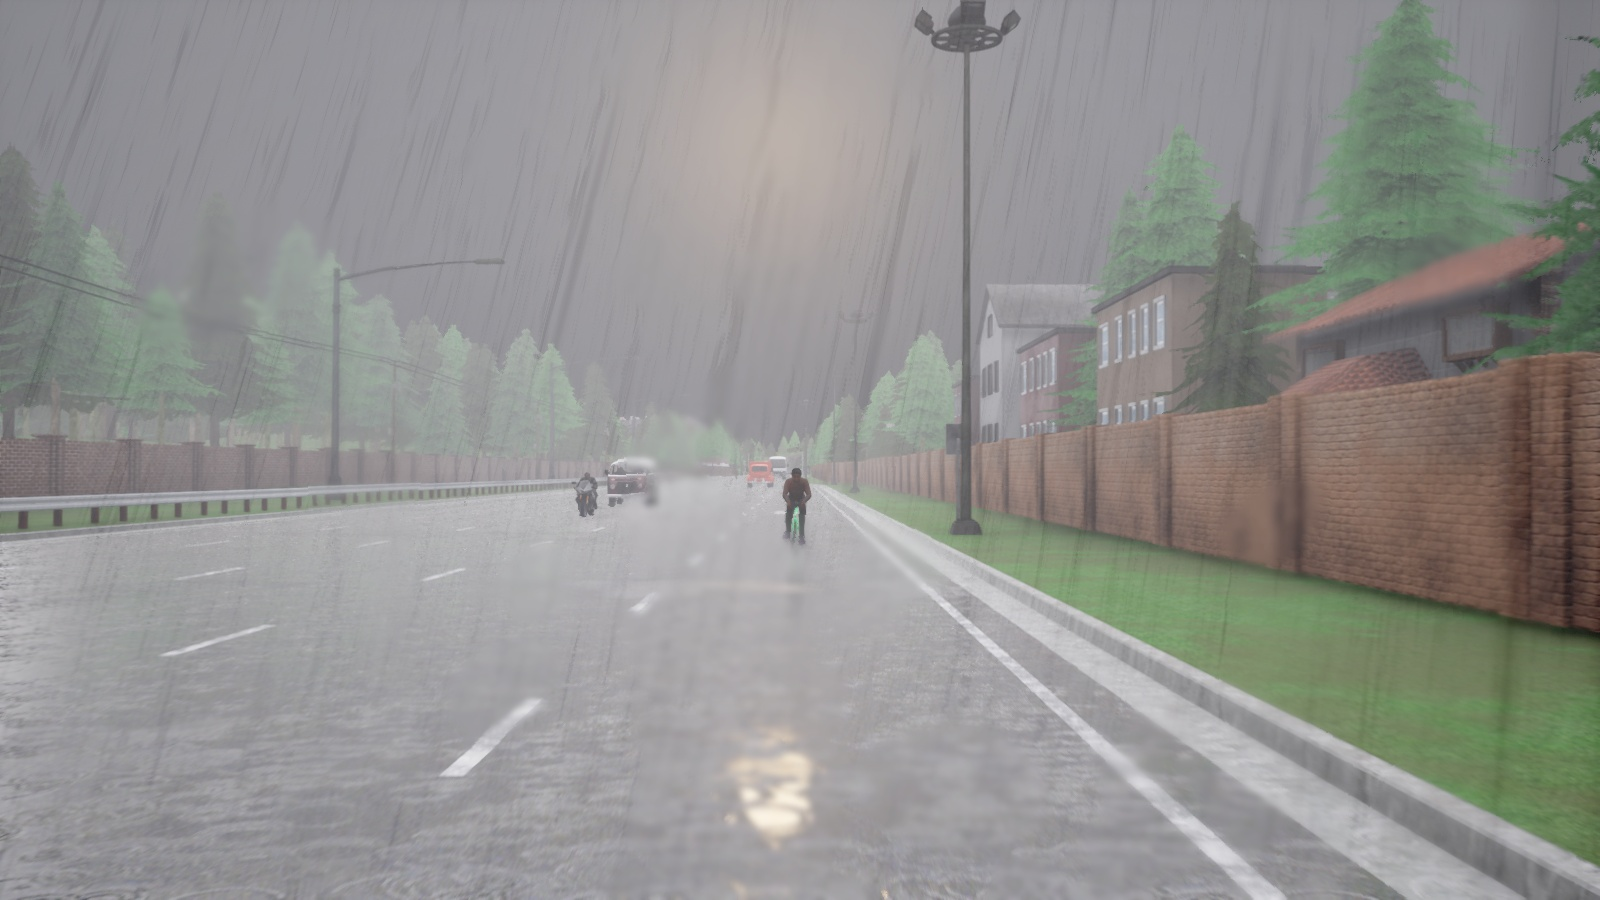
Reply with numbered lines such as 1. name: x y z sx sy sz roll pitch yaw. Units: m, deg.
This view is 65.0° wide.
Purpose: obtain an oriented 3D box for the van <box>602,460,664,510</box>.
1. van: -7.133 1.471 54.053 2.069 2.038 4.480 0 -1 0

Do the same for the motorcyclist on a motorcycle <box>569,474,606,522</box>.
1. motorcyclist on a motorcycle: -7.103 1.581 42.004 0.866 1.530 2.191 0 -1 0

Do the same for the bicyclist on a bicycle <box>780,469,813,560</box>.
1. bicyclist on a bicycle: -0.057 1.156 23.220 0.582 1.620 1.656 0 -1 0
